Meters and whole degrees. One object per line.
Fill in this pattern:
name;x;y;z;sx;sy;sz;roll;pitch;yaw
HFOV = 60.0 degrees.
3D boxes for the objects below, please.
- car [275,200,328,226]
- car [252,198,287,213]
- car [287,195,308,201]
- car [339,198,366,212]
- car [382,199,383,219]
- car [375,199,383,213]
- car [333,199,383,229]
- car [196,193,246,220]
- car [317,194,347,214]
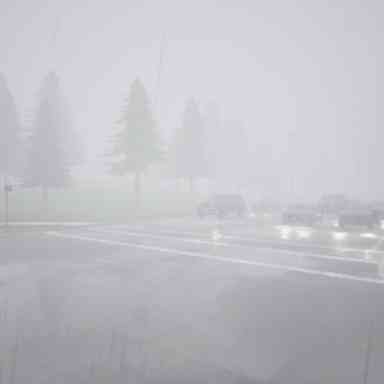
car;7.710;1.516;23.198;1.994;1.385;4.181;0;0;35
car;8.250;1.381;36.143;1.882;1.535;5.008;0;0;35
car;14.010;1.255;44.302;2.097;1.767;4.553;0;0;35
car;19.035;1.499;39.296;2.033;1.411;5.357;0;0;35
car;16.123;1.501;29.076;1.812;1.442;4.674;0;0;35
car;22.265;1.523;37.799;2.033;1.411;5.357;0;0;35
car;10.919;1.453;21.675;1.882;1.535;5.008;0;0;35
car;2.584;1.125;28.058;2.150;2.045;5.566;0;0;35
car;13.067;1.173;30.817;2.150;2.045;5.566;0;0;35
